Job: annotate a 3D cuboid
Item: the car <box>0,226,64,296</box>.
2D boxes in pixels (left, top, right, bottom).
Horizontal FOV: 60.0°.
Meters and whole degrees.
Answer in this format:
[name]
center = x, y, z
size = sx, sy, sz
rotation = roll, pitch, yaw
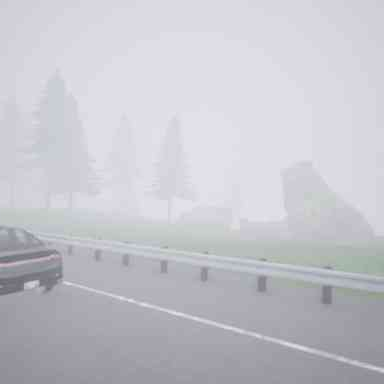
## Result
[car]
center = -4.959, 1.536, 7.692
size = 4.902, 1.511, 2.128
rotation = 0, 0, 36
